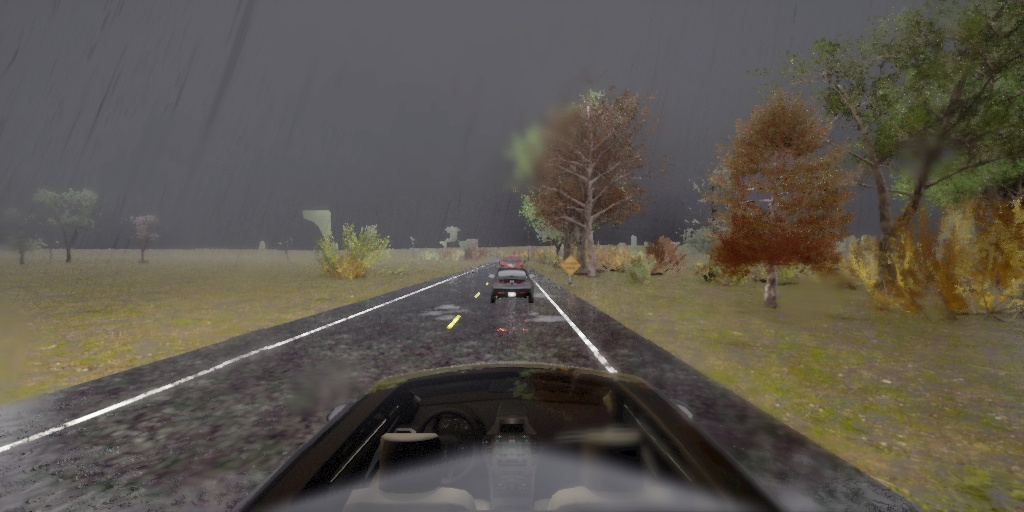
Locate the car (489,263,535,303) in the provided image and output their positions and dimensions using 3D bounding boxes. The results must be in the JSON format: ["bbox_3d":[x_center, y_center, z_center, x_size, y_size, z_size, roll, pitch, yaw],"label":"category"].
[{"bbox_3d":[0.000,1.255,16.504,1.837,1.490,4.892,0,0,0],"label":"car"}]

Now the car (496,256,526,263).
[{"bbox_3d":[0.001,0.978,31.537,2.150,2.045,5.566,0,0,0],"label":"car"}]

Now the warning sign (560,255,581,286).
[{"bbox_3d":[3.551,0.847,21.917,1.300,1.860,1.060,0,0,0],"label":"warning sign"}]
